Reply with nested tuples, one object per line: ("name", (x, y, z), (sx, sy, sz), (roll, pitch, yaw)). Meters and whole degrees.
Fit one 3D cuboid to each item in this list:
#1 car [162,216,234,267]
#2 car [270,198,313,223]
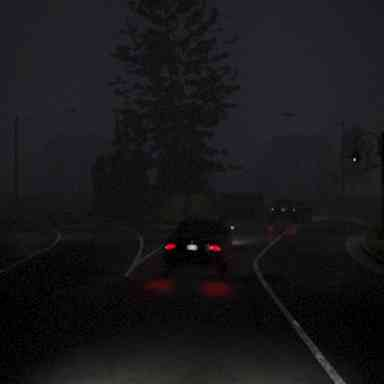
("car", (0.394, 1.525, 11.350), (2.033, 1.411, 5.357), (0, 0, 9))
("car", (7.677, 1.302, 25.397), (2.097, 1.767, 4.553), (0, 0, 34))
